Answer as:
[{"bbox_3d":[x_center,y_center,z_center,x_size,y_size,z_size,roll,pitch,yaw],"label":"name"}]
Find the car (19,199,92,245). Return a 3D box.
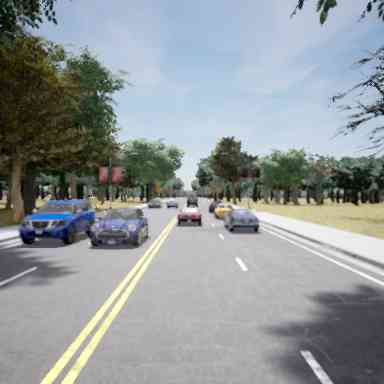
[{"bbox_3d":[-6.601,1.417,17.105,2.150,2.045,5.566,0,-1,0],"label":"car"}]

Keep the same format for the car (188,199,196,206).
[{"bbox_3d":[0.002,2.401,76.085,1.837,1.490,4.892,0,-1,0],"label":"car"}]

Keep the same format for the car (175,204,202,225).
[{"bbox_3d":[-0.143,1.913,27.342,1.895,1.301,4.718,0,-1,1],"label":"car"}]

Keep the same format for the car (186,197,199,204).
[{"bbox_3d":[0.076,1.970,63.785,2.150,2.045,5.566,0,-1,1],"label":"car"}]

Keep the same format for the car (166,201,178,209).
[{"bbox_3d":[-3.310,2.239,57.806,1.994,1.385,4.181,0,-1,0],"label":"car"}]

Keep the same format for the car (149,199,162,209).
[{"bbox_3d":[-6.554,2.039,58.689,2.097,1.767,4.553,0,-1,0],"label":"car"}]

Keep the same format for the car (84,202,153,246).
[{"bbox_3d":[-3.351,1.536,16.152,2.097,1.767,4.553,0,-1,0],"label":"car"}]

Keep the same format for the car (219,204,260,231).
[{"bbox_3d":[3.251,1.803,22.380,2.033,1.411,5.357,0,-1,0],"label":"car"}]

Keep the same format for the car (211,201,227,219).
[{"bbox_3d":[3.250,1.840,33.570,1.801,1.575,5.366,0,-1,0],"label":"car"}]

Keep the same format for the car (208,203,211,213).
[{"bbox_3d":[3.251,1.943,44.380,2.033,1.649,4.856,0,-1,0],"label":"car"}]
